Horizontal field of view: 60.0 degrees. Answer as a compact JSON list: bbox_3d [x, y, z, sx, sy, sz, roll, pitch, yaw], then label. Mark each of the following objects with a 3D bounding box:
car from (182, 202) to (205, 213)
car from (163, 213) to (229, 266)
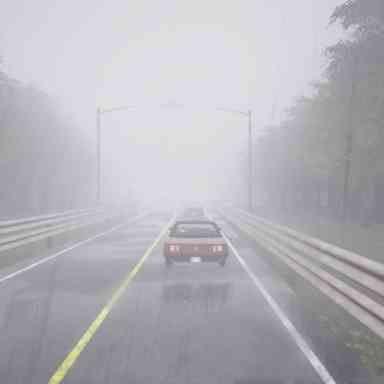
[{"bbox_3d":[0.129,1.633,29.343,1.812,1.442,4.674,1,0,0],"label":"car"},{"bbox_3d":[0.113,1.620,11.572,1.895,1.301,4.718,0,0,0],"label":"car"}]
